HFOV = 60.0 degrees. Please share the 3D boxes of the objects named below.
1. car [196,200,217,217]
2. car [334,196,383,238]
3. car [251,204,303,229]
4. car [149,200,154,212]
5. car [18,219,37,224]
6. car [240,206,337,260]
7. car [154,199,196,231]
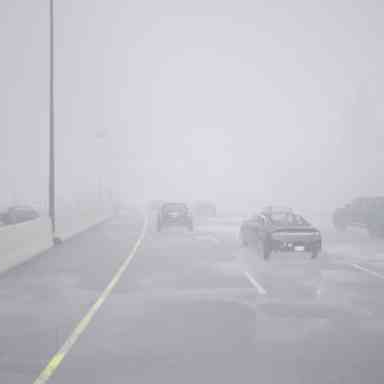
[{"bbox_3d":[1.014,1.490,31.001,2.128,1.511,4.902,0,0,-9],"label":"car"},{"bbox_3d":[9.710,1.202,17.650,2.150,2.045,5.566,0,0,-5],"label":"car"},{"bbox_3d":[5.662,1.590,22.868,1.895,1.301,4.718,0,0,-6],"label":"car"},{"bbox_3d":[-3.967,1.557,39.191,2.033,1.411,5.357,0,0,-11],"label":"car"},{"bbox_3d":[-12.152,1.627,22.914,1.895,1.301,4.718,0,0,-7],"label":"car"},{"bbox_3d":[3.081,1.486,12.400,2.128,1.511,4.902,0,0,-4],"label":"car"},{"bbox_3d":[-1.184,1.355,20.893,2.097,1.767,4.553,0,0,-6],"label":"car"}]
